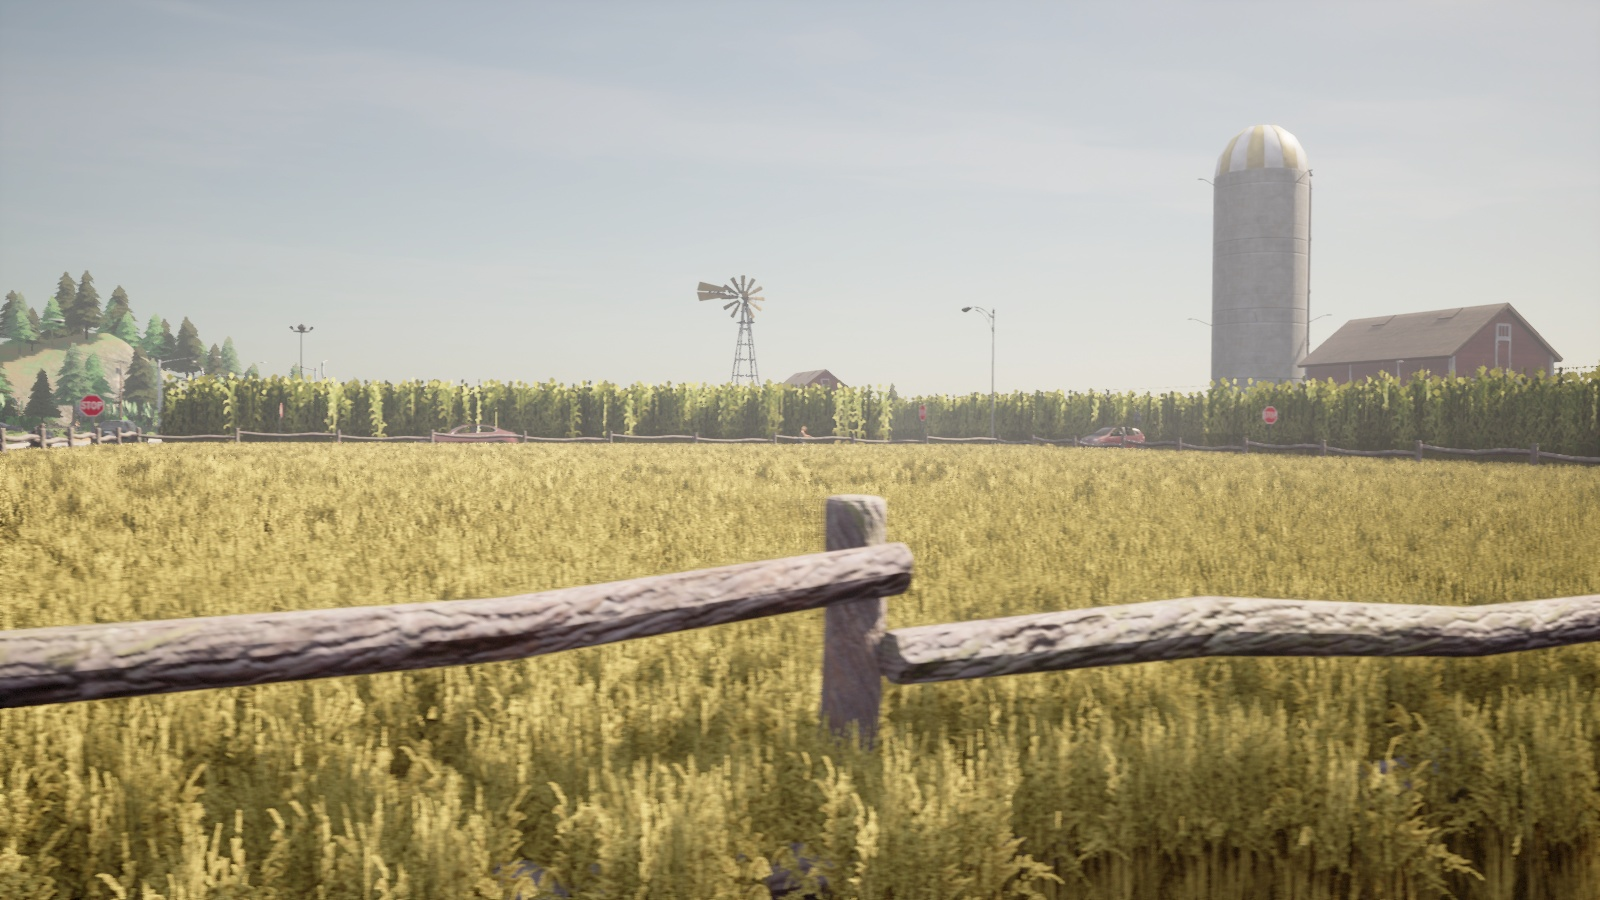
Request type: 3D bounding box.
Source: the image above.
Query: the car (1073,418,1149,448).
[{"bbox_3d":[17.999,-0.985,72.663,3.988,1.617,1.851,-1,1,-26],"label":"car"}]

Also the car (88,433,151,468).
[{"bbox_3d":[-36.346,-0.026,67.160,2.097,1.767,4.553,-1,1,-18],"label":"car"}]

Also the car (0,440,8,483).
[{"bbox_3d":[-28.405,0.444,42.159,1.837,1.490,4.892,-1,1,-18],"label":"car"}]

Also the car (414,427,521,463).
[{"bbox_3d":[-16.494,-0.272,62.212,5.027,1.651,2.152,-1,1,-18],"label":"car"}]

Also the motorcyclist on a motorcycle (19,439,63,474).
[{"bbox_3d":[-33.826,0.309,55.949,2.191,1.530,0.866,0,0,36],"label":"motorcyclist on a motorcycle"}]
